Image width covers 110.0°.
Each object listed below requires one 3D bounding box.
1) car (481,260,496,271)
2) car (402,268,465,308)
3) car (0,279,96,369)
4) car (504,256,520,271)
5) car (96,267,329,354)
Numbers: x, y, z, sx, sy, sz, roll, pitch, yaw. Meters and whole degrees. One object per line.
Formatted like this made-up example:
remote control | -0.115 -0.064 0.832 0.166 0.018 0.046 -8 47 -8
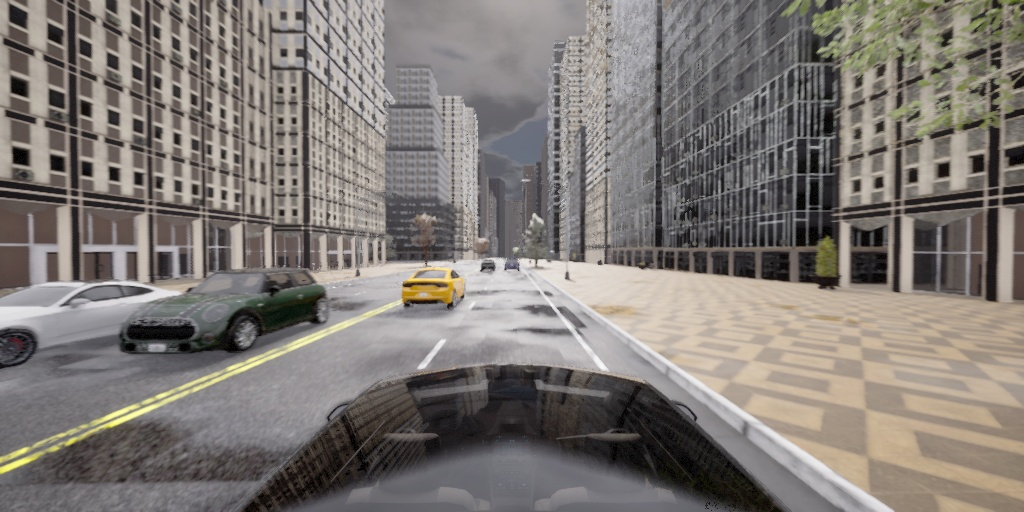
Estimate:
car | -3.144 1.255 48.465 1.837 1.490 4.892 0 0 0
car | -3.147 1.227 15.213 1.882 1.535 5.008 0 0 0
car | -9.801 1.275 7.955 1.812 1.442 4.674 0 0 0
car | 0.007 1.120 48.145 2.097 1.767 4.553 0 0 0
car | -6.548 1.102 8.867 2.097 1.767 4.553 0 0 0
